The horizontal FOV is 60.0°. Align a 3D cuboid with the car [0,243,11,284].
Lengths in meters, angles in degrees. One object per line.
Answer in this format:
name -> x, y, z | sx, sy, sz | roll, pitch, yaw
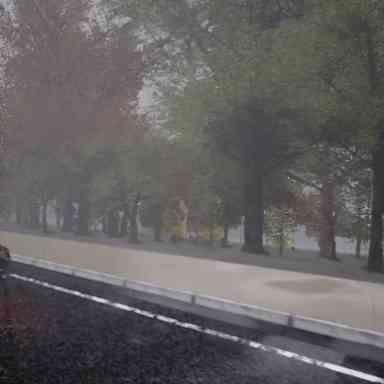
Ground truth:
car -> -6.359, 1.513, 8.217 | 4.892, 1.490, 1.837 | 0, 0, 35
